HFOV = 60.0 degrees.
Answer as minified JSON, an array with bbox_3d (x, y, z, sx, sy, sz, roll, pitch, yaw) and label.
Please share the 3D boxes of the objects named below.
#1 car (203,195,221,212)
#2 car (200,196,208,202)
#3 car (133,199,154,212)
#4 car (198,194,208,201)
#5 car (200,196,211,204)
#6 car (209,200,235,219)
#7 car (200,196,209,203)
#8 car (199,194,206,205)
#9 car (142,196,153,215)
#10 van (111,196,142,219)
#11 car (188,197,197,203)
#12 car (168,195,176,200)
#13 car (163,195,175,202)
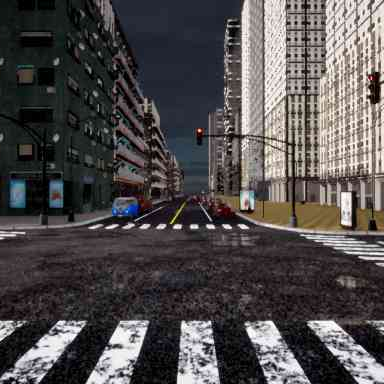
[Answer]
[{"bbox_3d":[2.715,1.457,39.462,1.967,1.590,4.097,0,0,0],"label":"car"},{"bbox_3d":[2.730,1.636,78.155,1.802,1.307,4.206,0,0,0],"label":"car"},{"bbox_3d":[-5.667,1.562,39.467,1.887,1.381,4.507,0,0,0],"label":"car"},{"bbox_3d":[2.734,1.376,83.683,2.192,1.841,5.009,0,0,0],"label":"car"},{"bbox_3d":[2.726,1.592,67.100,2.008,1.369,4.403,0,0,0],"label":"car"},{"bbox_3d":[2.709,1.592,28.406,1.802,1.307,4.206,0,0,0],"label":"car"},{"bbox_3d":[2.728,1.592,72.627,1.887,1.381,4.507,0,0,0],"label":"car"},{"bbox_3d":[2.722,1.470,56.044,1.967,1.590,4.097,0,0,0],"label":"car"},{"bbox_3d":[-5.667,1.329,33.939,2.192,1.841,5.009,0,0,0],"label":"car"},{"bbox_3d":[-5.670,1.352,28.411,1.690,1.788,3.998,0,0,0],"label":"van"},{"bbox_3d":[0.129,1.645,69.709,1.895,1.301,4.718,0,0,0],"label":"car"},{"bbox_3d":[-5.643,1.643,94.742,1.947,1.339,4.313,0,0,0],"label":"car"},{"bbox_3d":[-5.649,1.494,78.159,1.967,1.590,4.097,0,0,0],"label":"car"}]
